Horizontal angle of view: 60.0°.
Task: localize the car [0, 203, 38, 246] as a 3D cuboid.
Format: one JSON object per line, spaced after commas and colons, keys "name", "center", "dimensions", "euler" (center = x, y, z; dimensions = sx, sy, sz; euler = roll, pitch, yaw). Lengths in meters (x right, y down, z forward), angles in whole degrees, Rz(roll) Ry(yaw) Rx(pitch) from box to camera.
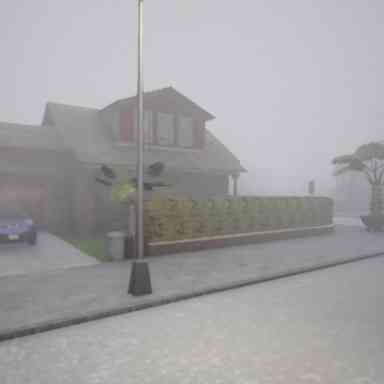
{"name": "car", "center": [-7.026, 1.176, 12.446], "dimensions": [1.845, 1.501, 3.633], "euler": [0, 0, -38]}
